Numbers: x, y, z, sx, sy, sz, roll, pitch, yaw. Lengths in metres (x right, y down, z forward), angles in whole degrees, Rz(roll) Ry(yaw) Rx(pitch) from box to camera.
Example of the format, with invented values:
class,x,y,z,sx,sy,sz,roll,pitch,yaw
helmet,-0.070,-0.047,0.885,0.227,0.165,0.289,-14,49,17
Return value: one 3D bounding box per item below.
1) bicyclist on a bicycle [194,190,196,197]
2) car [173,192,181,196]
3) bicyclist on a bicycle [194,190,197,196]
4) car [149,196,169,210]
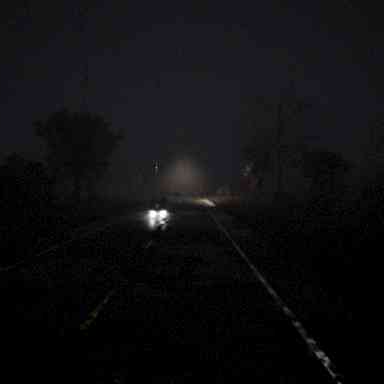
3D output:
class,x,y,z,sx,sy,sz,roll,pitch,yaw
bicyclist on a bicycle,0.932,0.411,95.455,0.659,1.776,1.843,0,1,0
car,-3.525,0.511,78.530,1.812,1.442,4.674,0,1,0
bicyclist on a bicycle,0.936,0.599,86.325,0.582,1.620,1.656,0,0,0
car,-3.606,1.161,36.906,2.128,1.511,4.902,0,1,0
